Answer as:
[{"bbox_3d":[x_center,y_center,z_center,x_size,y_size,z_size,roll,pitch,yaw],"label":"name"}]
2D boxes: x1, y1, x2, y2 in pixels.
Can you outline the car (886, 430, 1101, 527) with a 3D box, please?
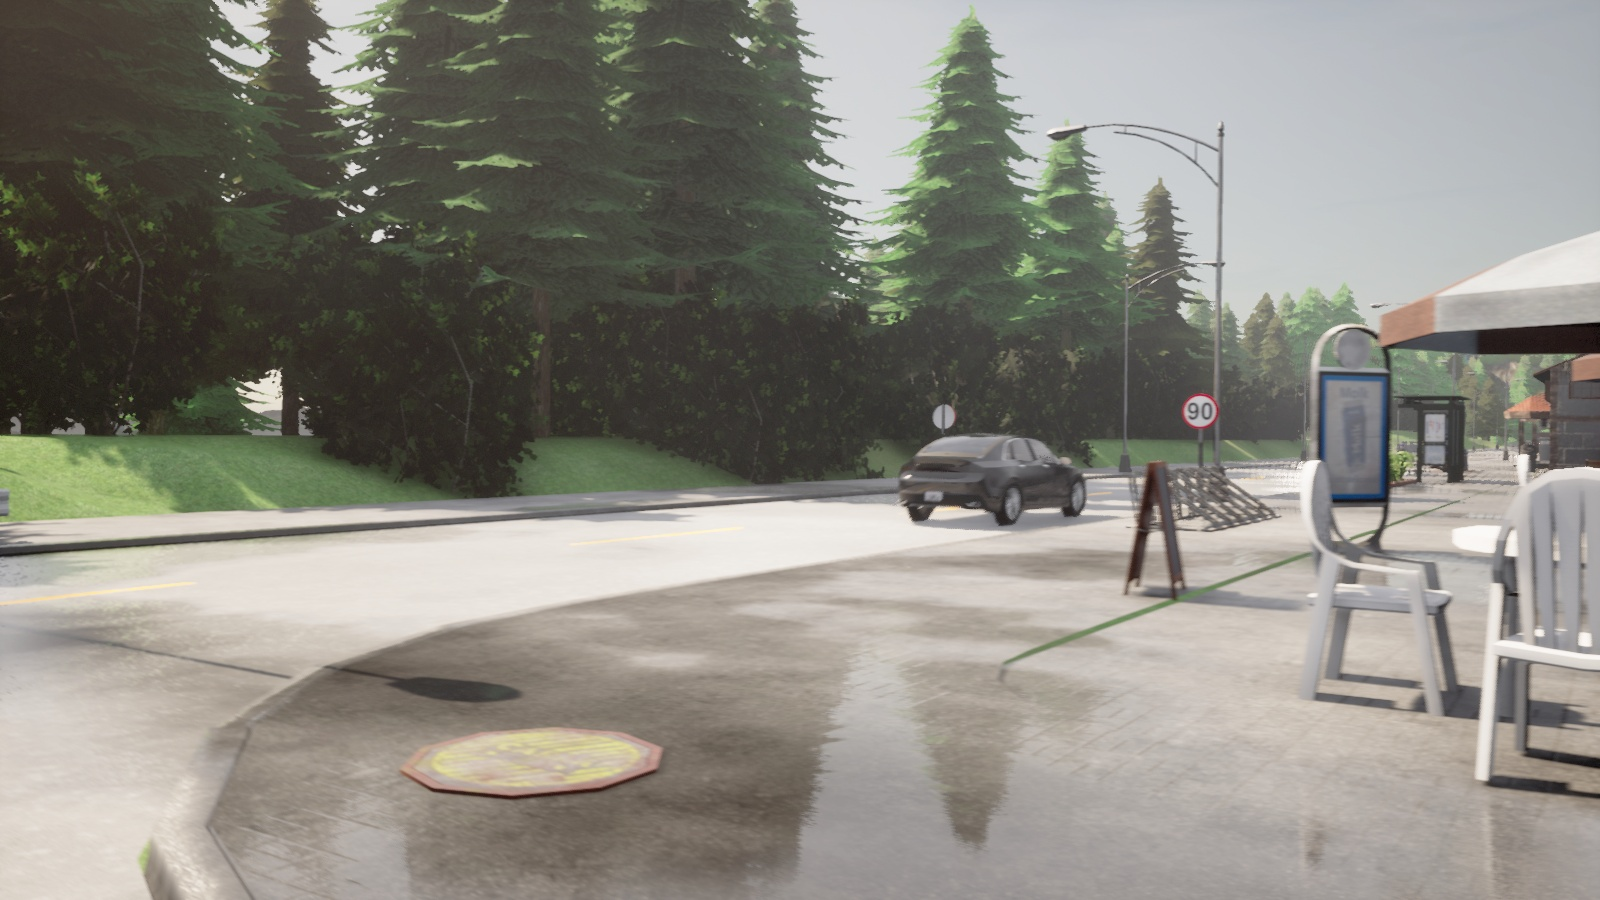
[{"bbox_3d":[3.533,0.412,22.077,1.837,1.490,4.892,0,1,34],"label":"car"}]
